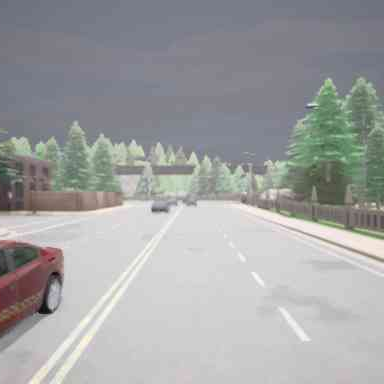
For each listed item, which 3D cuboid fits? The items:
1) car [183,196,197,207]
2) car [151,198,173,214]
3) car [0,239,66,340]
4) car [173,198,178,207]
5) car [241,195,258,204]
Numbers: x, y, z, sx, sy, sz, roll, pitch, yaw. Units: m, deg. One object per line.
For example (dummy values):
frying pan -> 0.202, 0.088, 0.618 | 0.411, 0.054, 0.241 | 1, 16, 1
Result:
car -> -0.016, 1.851, 59.407 | 2.033, 1.411, 5.357 | 0, 0, 0
car -> -3.598, 1.675, 38.333 | 1.882, 1.535, 5.008 | 0, 0, 0
car -> -3.563, 1.504, 4.885 | 1.882, 1.535, 5.008 | 0, 0, 1
car -> -3.517, 1.837, 59.686 | 1.812, 1.442, 4.674 | 0, 0, 0
car -> 13.306, 1.587, 71.557 | 5.566, 2.045, 2.150 | 0, 0, 0
